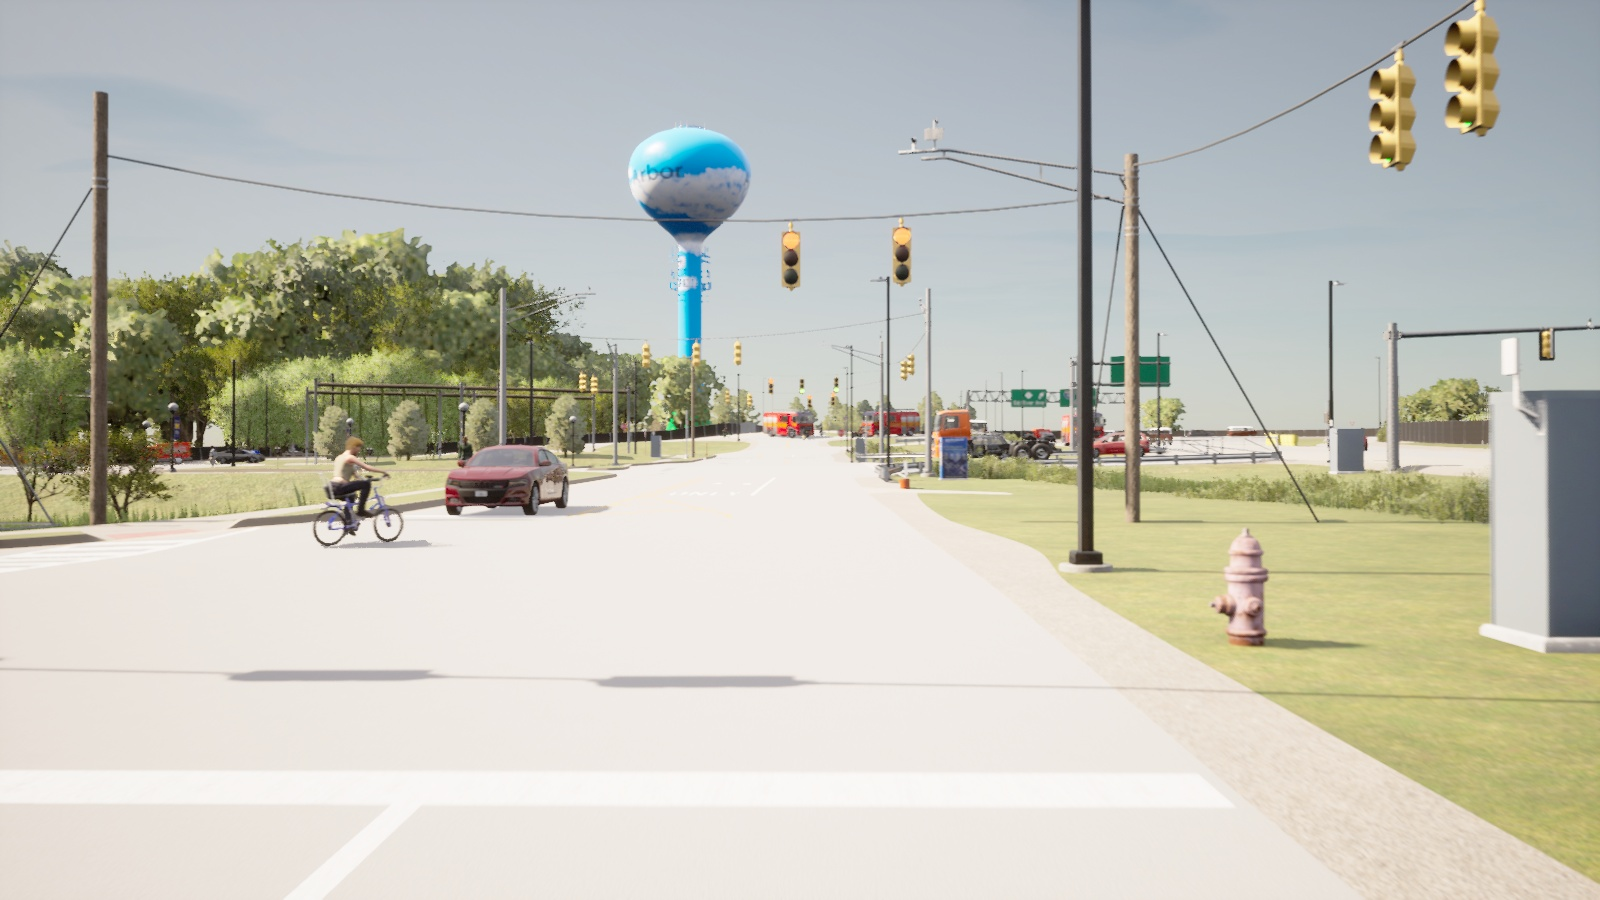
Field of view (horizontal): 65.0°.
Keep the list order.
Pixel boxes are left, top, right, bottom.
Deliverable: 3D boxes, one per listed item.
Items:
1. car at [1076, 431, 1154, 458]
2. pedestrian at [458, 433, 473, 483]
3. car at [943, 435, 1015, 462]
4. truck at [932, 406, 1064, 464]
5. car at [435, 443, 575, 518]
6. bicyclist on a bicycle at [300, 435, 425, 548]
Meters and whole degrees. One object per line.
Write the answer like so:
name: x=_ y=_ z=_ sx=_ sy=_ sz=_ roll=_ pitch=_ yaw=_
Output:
car: x=20.862 y=-0.366 z=83.245 sx=4.611 sy=1.667 sz=2.242 roll=-2 pitch=1 yaw=1
pedestrian: x=-12.289 y=0.297 z=46.162 sx=0.353 sy=1.847 sz=0.614 roll=0 pitch=-1 yaw=0
car: x=11.854 y=-0.125 z=83.495 sx=4.553 sy=1.767 sz=2.097 roll=0 pitch=1 yaw=4
truck: x=12.509 y=-0.933 z=79.876 sx=7.936 sy=3.462 sz=2.891 roll=-1 pitch=1 yaw=1
car: x=-6.508 y=0.613 z=28.280 sx=1.882 sy=1.535 sz=5.008 roll=0 pitch=0 yaw=1
bicyclist on a bicycle: x=-6.525 y=0.601 z=18.756 sx=0.866 sy=1.612 sz=1.509 roll=-1 pitch=-1 yaw=40
